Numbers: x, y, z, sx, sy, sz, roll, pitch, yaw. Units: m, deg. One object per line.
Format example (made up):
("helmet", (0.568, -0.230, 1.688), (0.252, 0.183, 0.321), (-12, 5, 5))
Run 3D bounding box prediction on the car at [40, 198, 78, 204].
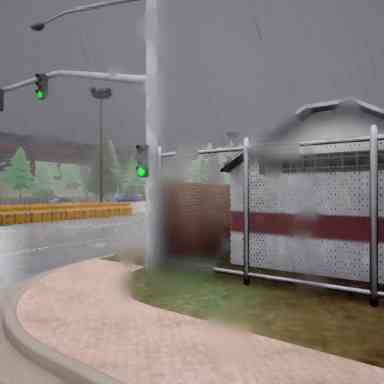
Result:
("car", (-15.880, 1.505, 39.628), (1.837, 1.490, 4.892), (0, 0, 34))
